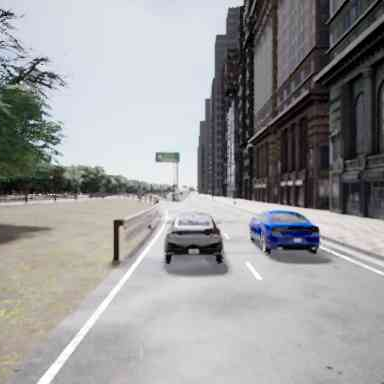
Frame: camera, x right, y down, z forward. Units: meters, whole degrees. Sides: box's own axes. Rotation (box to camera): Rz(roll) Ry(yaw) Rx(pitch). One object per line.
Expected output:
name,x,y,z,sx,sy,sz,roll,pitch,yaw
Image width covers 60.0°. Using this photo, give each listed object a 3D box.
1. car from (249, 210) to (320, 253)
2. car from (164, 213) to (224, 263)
car,3.581,1.481,13.676,1.882,1.535,5.008,0,0,0
car,0.058,1.495,12.004,2.128,1.511,4.902,0,0,0
